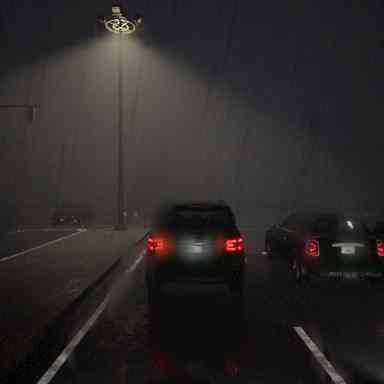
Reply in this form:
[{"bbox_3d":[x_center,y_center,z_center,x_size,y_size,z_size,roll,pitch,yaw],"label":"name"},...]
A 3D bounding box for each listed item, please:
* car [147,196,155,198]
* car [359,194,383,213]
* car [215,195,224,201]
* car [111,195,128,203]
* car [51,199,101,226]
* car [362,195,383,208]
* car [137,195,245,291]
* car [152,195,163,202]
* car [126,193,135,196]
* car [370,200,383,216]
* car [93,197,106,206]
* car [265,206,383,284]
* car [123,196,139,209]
[{"bbox_3d":[-8.087,1.492,66.215,2.128,1.511,4.902,0,0,1],"label":"car"},{"bbox_3d":[21.514,1.222,36.117,5.566,2.045,2.150,0,0,1],"label":"car"},{"bbox_3d":[6.955,1.553,83.492,1.994,1.385,4.181,0,0,1],"label":"car"},{"bbox_3d":[-15.054,1.600,67.776,1.895,1.301,4.718,0,0,0],"label":"car"},{"bbox_3d":[-8.119,1.505,23.196,1.837,1.490,4.892,0,0,0],"label":"car"},{"bbox_3d":[7.071,1.221,8.849,2.150,2.045,5.566,0,0,0],"label":"car"},{"bbox_3d":[0.072,1.221,9.156,2.150,2.045,5.566,0,0,0],"label":"car"},{"bbox_3d":[-8.061,1.540,77.553,2.033,1.411,5.357,0,0,0],"label":"car"},{"bbox_3d":[-15.061,1.225,80.795,2.150,2.045,5.566,0,0,0],"label":"car"},{"bbox_3d":[20.725,1.547,32.627,5.357,1.411,2.033,0,0,1],"label":"car"},{"bbox_3d":[-15.132,1.563,53.327,1.994,1.385,4.181,0,0,0],"label":"car"},{"bbox_3d":[3.571,1.352,9.723,2.097,1.767,4.553,0,0,0],"label":"car"},{"bbox_3d":[-8.134,1.601,45.897,1.895,1.301,4.718,0,0,0],"label":"car"}]
